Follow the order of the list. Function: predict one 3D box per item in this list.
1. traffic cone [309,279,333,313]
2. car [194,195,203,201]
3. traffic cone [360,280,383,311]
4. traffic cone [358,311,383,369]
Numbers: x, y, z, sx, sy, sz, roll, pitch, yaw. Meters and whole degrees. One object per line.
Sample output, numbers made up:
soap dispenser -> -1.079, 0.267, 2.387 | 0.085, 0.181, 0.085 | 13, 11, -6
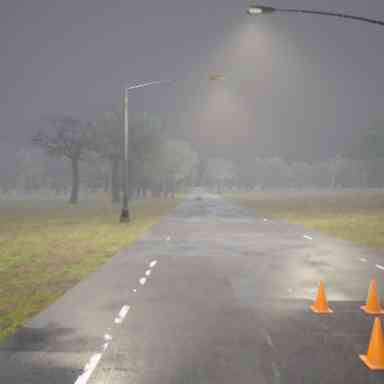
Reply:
traffic cone -> 2.496, 1.980, 6.438 | 0.340, 0.580, 0.340 | 1, 0, 1
car -> 1.439, 1.320, 73.455 | 2.033, 1.411, 5.357 | 1, 0, 1
traffic cone -> 3.496, 1.990, 6.424 | 0.340, 0.580, 0.340 | 1, 0, 1
traffic cone -> 2.468, 1.980, 4.438 | 0.340, 0.580, 0.340 | 1, 0, 1
